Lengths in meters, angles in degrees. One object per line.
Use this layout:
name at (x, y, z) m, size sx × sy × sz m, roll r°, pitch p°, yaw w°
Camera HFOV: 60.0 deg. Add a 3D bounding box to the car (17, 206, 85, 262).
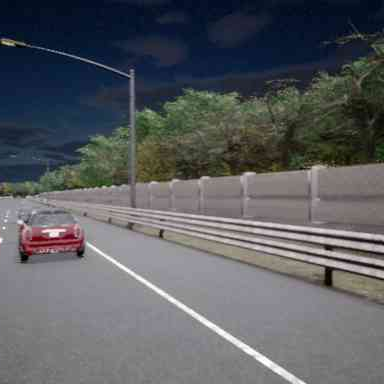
car at (-5.645, 1.478, 13.103) m, size 2.097 × 1.767 × 4.553 m, roll 0°, pitch 0°, yaw -28°
